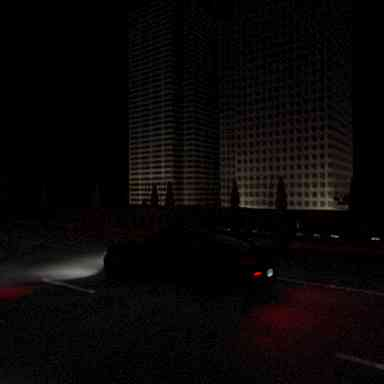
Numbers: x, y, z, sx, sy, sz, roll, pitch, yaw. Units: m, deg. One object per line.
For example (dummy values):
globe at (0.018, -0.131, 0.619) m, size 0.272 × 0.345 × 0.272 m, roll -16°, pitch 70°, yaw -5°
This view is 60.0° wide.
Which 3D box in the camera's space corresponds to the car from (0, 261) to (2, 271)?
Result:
car at (-7.359, 1.629, 9.205) m, size 5.357 × 1.411 × 2.033 m, roll -1°, pitch 0°, yaw 35°

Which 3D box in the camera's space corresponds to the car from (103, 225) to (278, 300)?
car at (-0.209, 1.559, 8.416) m, size 4.674 × 1.442 × 1.812 m, roll -1°, pitch 0°, yaw 35°
